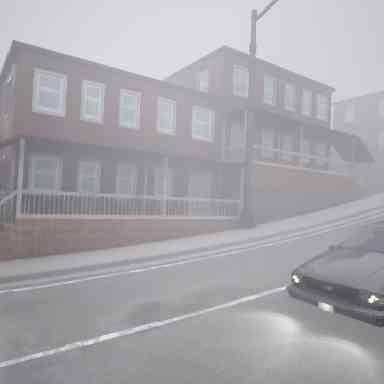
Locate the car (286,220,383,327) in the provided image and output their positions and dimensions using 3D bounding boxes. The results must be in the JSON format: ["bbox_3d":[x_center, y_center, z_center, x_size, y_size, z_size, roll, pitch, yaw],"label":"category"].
[{"bbox_3d":[4.371,1.327,6.855,5.357,1.411,2.033,-4,2,-33],"label":"car"}]
